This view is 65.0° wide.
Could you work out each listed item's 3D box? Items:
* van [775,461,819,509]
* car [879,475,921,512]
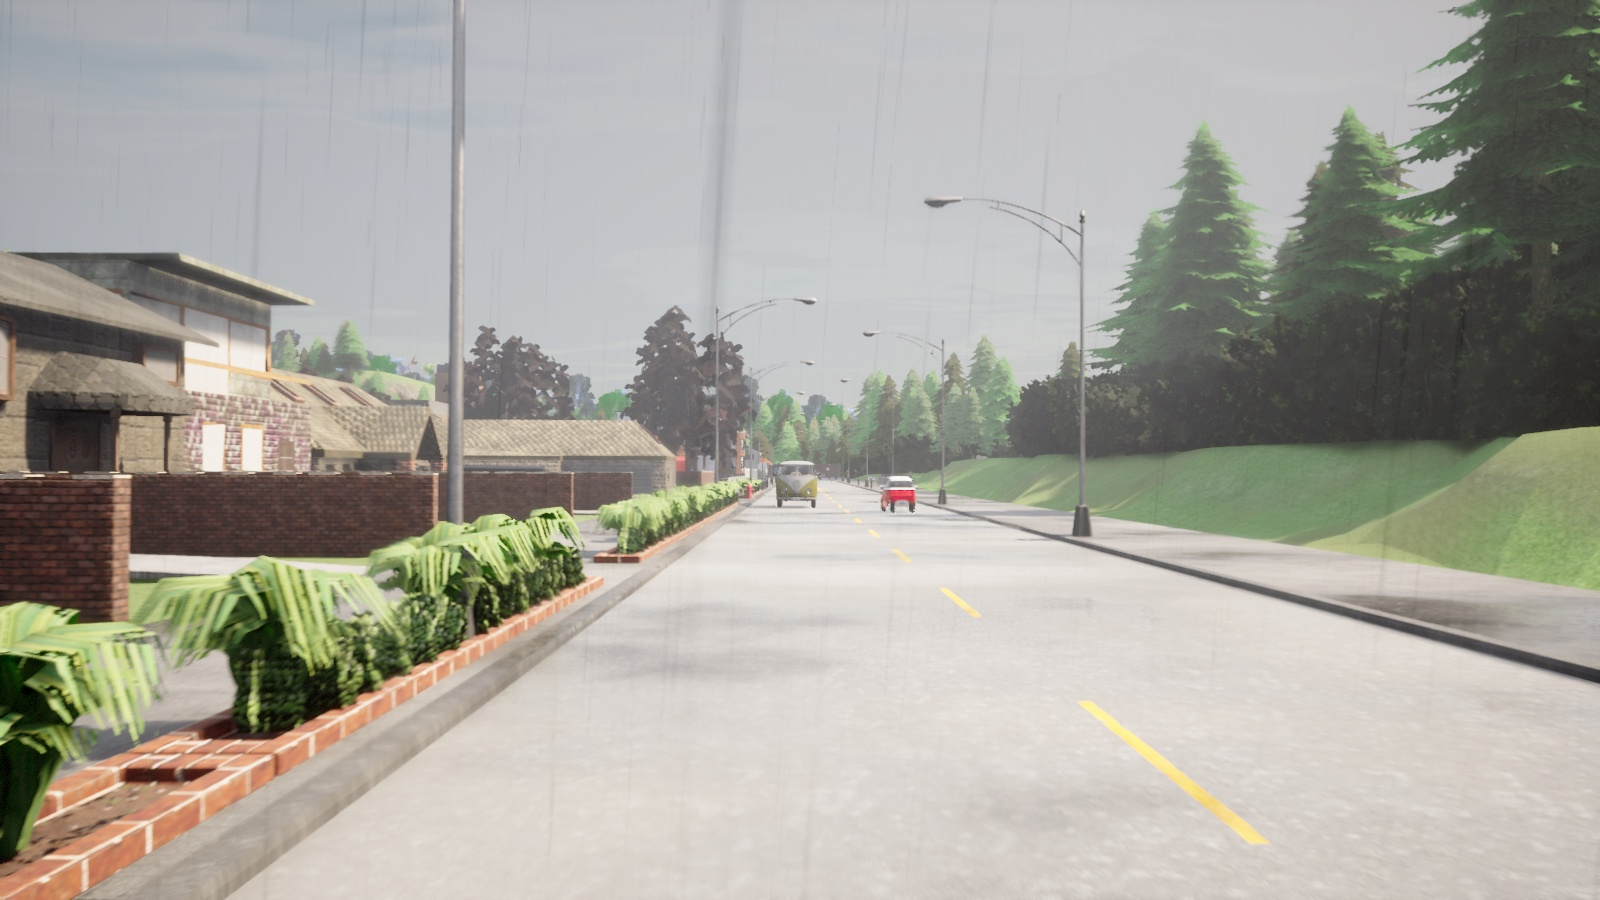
[{"bbox_3d":[-0.133,1.472,53.993,1.775,1.987,4.442,0,-1,0],"label":"van"},{"bbox_3d":[3.881,1.674,48.993,1.481,1.376,2.207,0,-1,0],"label":"car"}]
